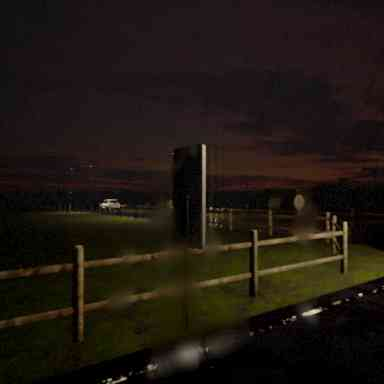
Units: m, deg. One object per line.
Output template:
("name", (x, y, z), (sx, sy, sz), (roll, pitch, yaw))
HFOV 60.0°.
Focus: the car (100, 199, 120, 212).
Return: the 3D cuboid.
("car", (-14.099, 2.294, 56.739), (2.150, 2.045, 5.566), (0, -1, -34))
